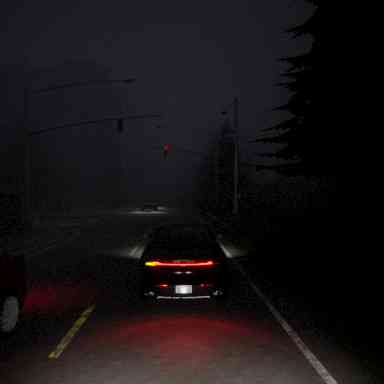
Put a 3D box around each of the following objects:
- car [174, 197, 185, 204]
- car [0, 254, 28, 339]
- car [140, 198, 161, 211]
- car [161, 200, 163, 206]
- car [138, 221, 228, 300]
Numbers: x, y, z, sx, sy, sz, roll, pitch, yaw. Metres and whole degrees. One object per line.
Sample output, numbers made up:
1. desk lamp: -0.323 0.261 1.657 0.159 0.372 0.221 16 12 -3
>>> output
1. car: -2.342 1.569 61.365 1.994 1.385 4.181 0 0 -2
2. car: -3.727 1.478 3.720 1.882 1.535 5.008 0 0 -2
3. car: -5.184 1.529 40.721 1.812 1.442 4.674 0 0 -3
4. car: -5.655 1.605 52.152 1.895 1.301 4.718 0 0 -2
5. car: -0.228 1.506 8.415 1.837 1.490 4.892 0 0 -2
